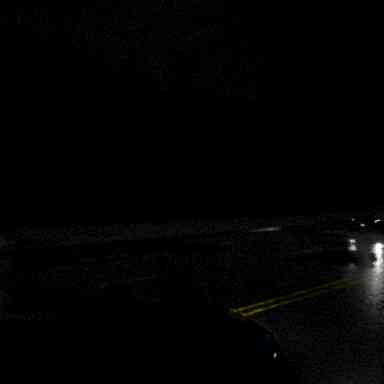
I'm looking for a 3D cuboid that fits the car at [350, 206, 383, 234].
[{"bbox_3d":[11.323,1.557,19.727,4.674,1.442,1.812,0,0,-35],"label":"car"}]

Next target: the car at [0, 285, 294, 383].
[{"bbox_3d":[-1.226,1.526,2.566,4.674,1.442,1.812,0,0,-36],"label":"car"}]
